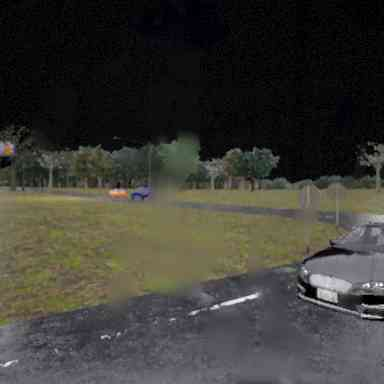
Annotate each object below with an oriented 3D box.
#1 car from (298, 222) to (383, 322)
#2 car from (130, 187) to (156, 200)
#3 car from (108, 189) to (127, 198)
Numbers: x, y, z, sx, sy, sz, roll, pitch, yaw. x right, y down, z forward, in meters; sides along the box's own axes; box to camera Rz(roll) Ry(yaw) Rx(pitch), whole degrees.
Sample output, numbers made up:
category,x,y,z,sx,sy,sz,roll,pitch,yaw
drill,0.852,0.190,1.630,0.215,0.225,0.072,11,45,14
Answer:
category,x,y,z,sx,sy,sz,roll,pitch,yaw
car,4.205,1.397,6.873,4.902,1.511,2.128,-1,1,-36
car,-7.911,0.242,53.625,2.150,2.045,5.566,1,1,-35
car,-13.914,0.173,62.067,2.097,1.767,4.553,1,1,-35
